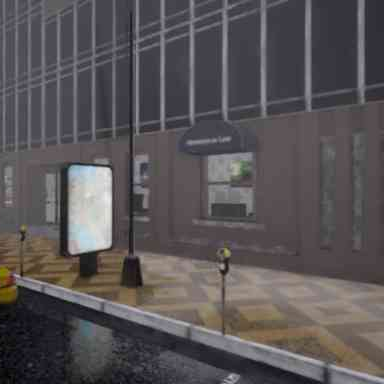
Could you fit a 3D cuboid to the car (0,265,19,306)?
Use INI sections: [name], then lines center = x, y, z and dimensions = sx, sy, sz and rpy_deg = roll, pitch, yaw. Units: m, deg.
[car]
center = -5.369, 1.523, 6.702
dimensions = 4.829, 1.417, 1.752
rpy_deg = 0, 0, 35
